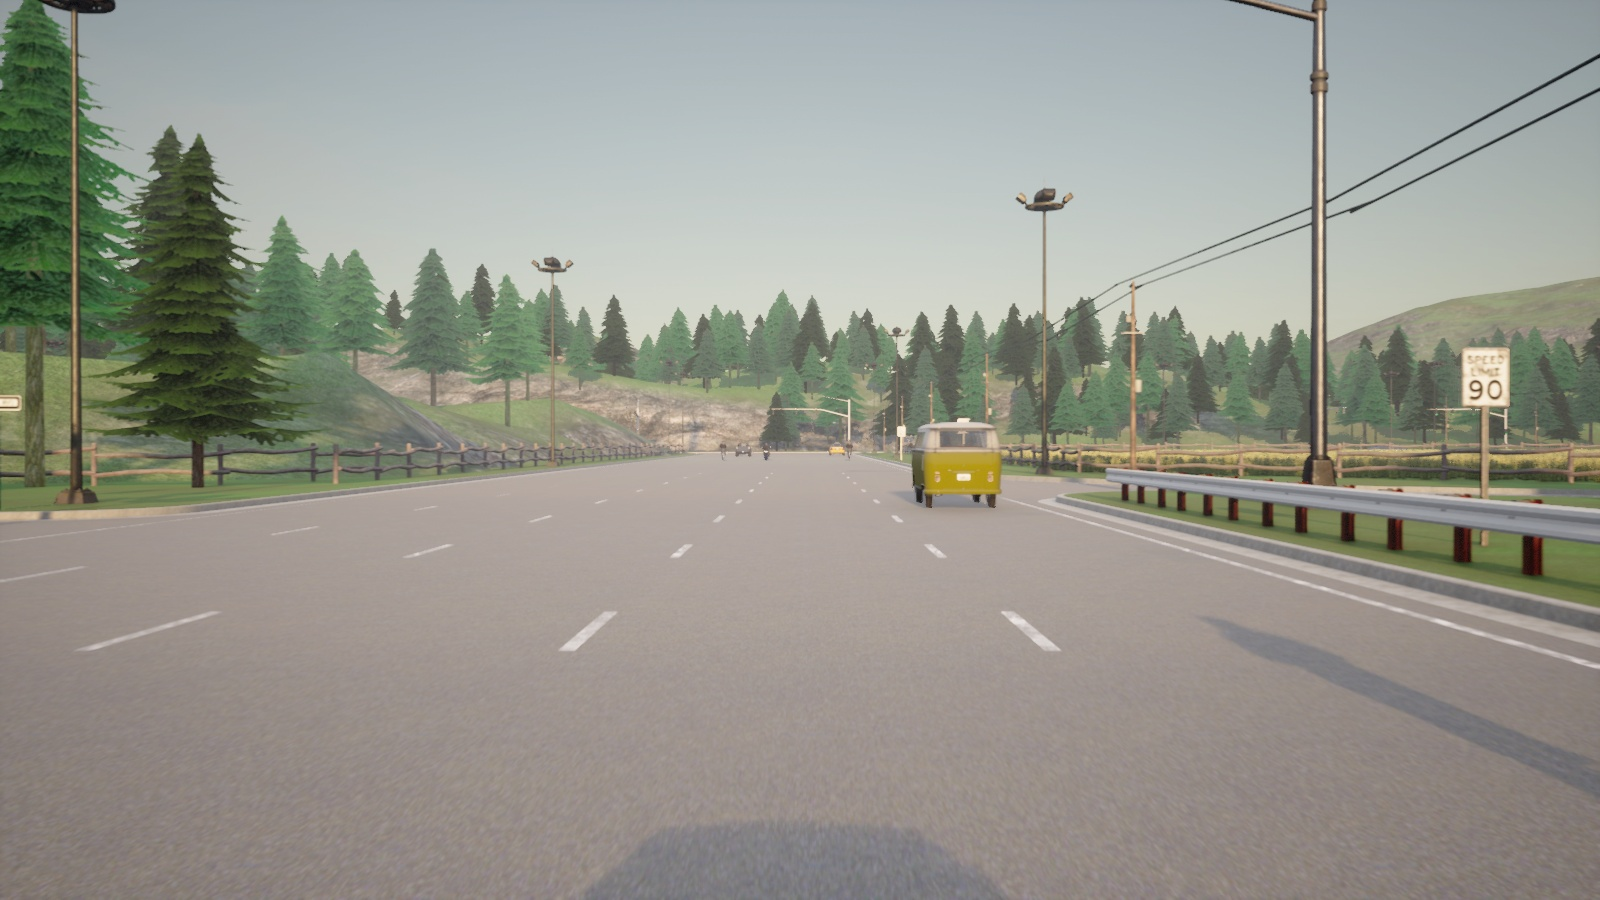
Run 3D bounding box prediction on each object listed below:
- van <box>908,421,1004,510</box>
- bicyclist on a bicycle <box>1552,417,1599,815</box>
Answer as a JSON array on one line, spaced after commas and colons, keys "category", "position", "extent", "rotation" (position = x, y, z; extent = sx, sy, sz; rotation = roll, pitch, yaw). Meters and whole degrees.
[{"category": "van", "position": [3.687, 0.332, 30.345], "extent": [1.775, 1.987, 4.442], "rotation": [0, 0, 0]}, {"category": "bicyclist on a bicycle", "position": [3.541, 0.676, 4.608], "extent": [0.582, 1.620, 1.656], "rotation": [0, 0, 0]}]
